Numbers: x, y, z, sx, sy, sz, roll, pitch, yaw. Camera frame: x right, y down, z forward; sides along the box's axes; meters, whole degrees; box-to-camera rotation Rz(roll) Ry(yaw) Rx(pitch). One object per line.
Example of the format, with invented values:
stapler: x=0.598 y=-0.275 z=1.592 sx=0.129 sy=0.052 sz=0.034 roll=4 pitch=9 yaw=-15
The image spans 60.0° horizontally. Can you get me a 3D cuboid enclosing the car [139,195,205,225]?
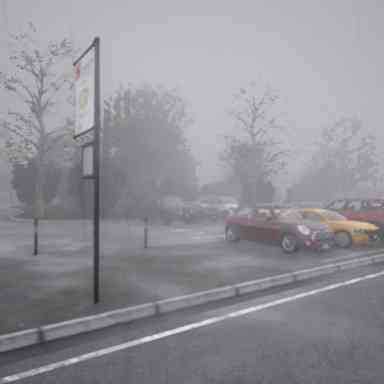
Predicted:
car: x=-1.933 y=1.265 z=24.838 sx=2.435 sy=2.045 sz=5.566 roll=1 pitch=-1 yaw=-36

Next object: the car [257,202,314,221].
car: x=9.153 y=1.853 z=33.110 sx=1.946 sy=1.575 sz=5.366 roll=2 pitch=-1 yaw=-36

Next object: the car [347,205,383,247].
car: x=5.956 y=1.533 z=15.446 sx=2.097 sy=1.535 sz=5.008 roll=1 pitch=-1 yaw=-36

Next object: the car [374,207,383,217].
car: x=28.407 y=2.872 z=46.700 sx=2.002 sy=1.452 sz=4.674 roll=4 pitch=-2 yaw=-36

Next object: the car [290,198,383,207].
car: x=8.306 y=1.339 z=17.183 sx=2.435 sy=2.045 sz=5.566 roll=2 pitch=-1 yaw=-36

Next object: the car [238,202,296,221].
car: x=6.994 y=1.773 z=31.556 sx=1.946 sy=1.575 sz=5.366 roll=2 pitch=-1 yaw=-36

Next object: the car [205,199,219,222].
car: x=0.209 y=1.569 z=26.422 sx=2.231 sy=1.521 sz=4.892 roll=1 pitch=-1 yaw=-36

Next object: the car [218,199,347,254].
car: x=3.487 y=1.349 z=13.685 sx=2.185 sy=1.767 sz=4.553 roll=1 pitch=-1 yaw=-36

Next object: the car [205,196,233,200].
car: x=2.485 y=1.375 z=28.048 sx=2.435 sy=2.045 sz=5.566 roll=1 pitch=-1 yaw=-36
